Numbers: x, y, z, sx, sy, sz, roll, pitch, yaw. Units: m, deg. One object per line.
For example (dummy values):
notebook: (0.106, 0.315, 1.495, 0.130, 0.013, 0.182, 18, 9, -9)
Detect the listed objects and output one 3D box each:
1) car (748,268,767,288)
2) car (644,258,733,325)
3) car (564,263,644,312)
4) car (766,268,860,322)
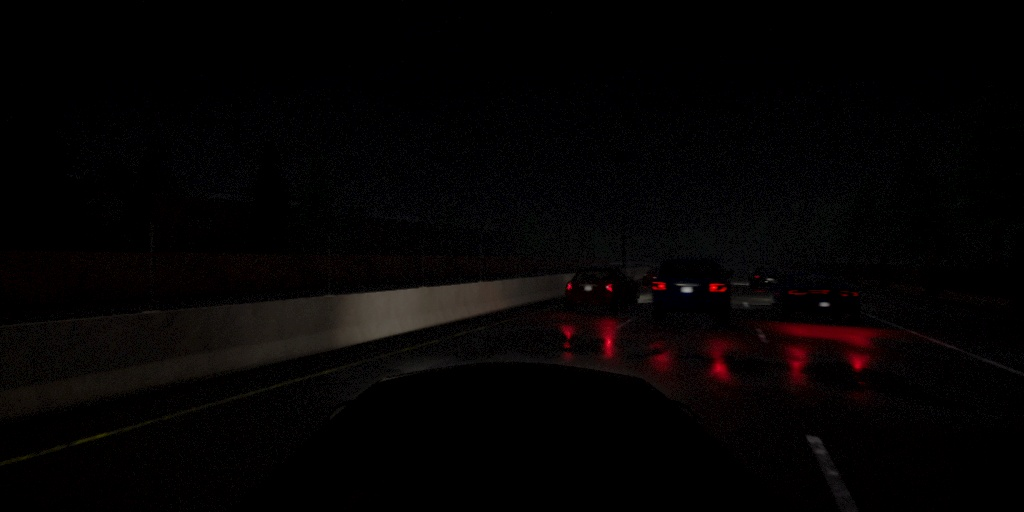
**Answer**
car: (17.851, 1.514, 25.167, 1.994, 1.385, 4.181, -1, -1, 31)
car: (6.445, 1.079, 12.703, 2.150, 2.045, 5.566, -1, -1, 31)
car: (3.963, 1.260, 15.360, 2.097, 1.767, 4.553, -1, -1, 31)
car: (10.642, 1.308, 12.887, 1.882, 1.535, 5.008, -1, -1, 31)
